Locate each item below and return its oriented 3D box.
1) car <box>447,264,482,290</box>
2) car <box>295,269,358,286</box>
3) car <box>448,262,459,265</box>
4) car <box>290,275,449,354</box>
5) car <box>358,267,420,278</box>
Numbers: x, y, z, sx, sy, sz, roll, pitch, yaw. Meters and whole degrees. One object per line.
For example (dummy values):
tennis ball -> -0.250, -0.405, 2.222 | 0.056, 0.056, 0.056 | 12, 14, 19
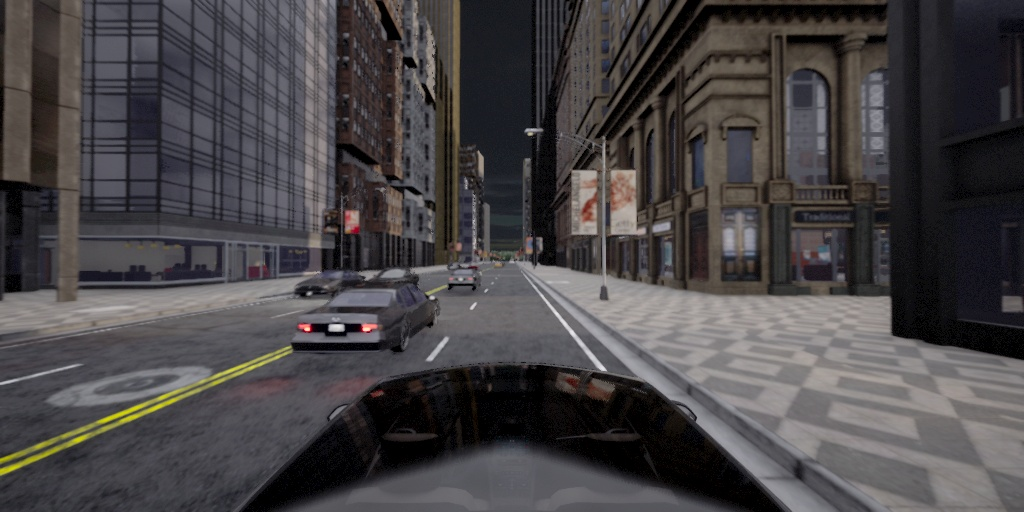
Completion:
car -> -3.155, 1.506, 24.570 | 2.033, 1.411, 5.357 | 0, -1, 0
car -> -9.853, 1.464, 20.099 | 2.033, 1.411, 5.357 | 0, -1, 0
car -> -9.799, 1.800, 60.781 | 2.128, 1.511, 4.902 | 0, -1, 1
car -> -3.154, 1.363, 8.953 | 2.033, 1.411, 5.357 | 0, -1, 0
car -> -6.603, 1.397, 20.348 | 1.882, 1.535, 5.008 | 0, -1, 0
